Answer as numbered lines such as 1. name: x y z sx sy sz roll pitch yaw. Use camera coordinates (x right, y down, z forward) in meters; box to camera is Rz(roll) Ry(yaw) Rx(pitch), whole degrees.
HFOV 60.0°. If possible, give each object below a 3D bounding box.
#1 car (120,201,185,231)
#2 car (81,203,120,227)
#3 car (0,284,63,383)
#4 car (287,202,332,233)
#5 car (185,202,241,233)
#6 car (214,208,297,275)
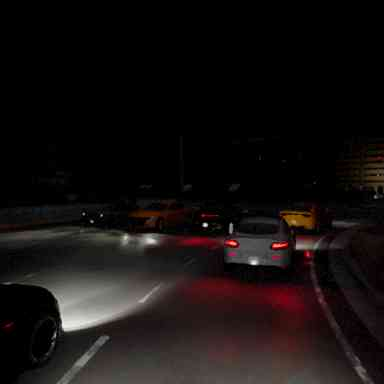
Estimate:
1. car: -1.659 1.296 19.494 1.882 1.535 5.008 0 1 29
2. car: -4.725 1.387 21.184 1.895 1.301 4.718 0 1 29
3. car: -2.942 1.524 3.044 1.994 1.385 4.181 0 1 5
4. car: 6.372 1.301 18.448 1.882 1.535 5.008 1 1 34
5. car: 1.718 1.320 17.636 1.837 1.490 4.892 0 -1 27
6. car: 2.176 1.424 10.179 1.812 1.442 4.674 0 1 18
